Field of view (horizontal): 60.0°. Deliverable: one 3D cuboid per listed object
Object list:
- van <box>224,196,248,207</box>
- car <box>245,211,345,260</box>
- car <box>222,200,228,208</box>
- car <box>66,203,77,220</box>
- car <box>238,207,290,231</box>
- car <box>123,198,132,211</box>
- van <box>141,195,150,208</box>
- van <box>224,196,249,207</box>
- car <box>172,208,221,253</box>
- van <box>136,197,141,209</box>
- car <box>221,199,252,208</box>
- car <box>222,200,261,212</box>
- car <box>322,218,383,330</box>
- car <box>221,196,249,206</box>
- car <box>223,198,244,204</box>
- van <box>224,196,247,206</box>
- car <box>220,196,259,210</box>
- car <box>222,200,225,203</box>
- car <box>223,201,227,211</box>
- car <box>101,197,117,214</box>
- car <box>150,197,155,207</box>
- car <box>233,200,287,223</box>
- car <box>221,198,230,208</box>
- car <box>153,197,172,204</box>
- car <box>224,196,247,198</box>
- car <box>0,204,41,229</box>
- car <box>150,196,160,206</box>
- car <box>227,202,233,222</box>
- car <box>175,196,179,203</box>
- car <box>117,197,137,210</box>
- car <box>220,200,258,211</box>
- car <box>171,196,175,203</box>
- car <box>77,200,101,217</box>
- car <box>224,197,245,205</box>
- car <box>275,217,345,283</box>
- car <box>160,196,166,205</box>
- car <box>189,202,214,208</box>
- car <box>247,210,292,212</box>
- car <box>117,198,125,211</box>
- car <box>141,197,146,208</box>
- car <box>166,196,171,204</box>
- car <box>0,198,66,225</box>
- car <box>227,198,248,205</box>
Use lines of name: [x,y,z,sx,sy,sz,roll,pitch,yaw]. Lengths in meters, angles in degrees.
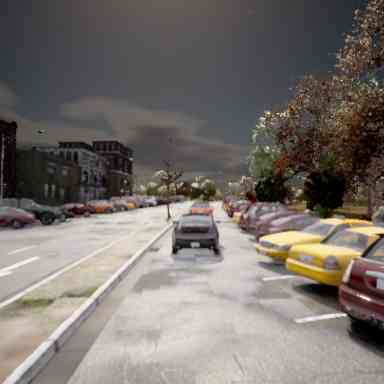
van: [8.846,1.922,67.640,4.442,1.987,1.878,1,0,-14]
car: [4.774,1.593,11.394,5.366,1.575,1.946,1,0,-19]
car: [5.795,1.831,32.153,4.792,1.488,2.163,1,0,-16]
car: [-12.703,1.776,28.297,5.008,1.535,2.097,-1,-1,-17]
car: [5.105,1.697,17.378,4.674,1.452,2.002,1,-1,-18]
car: [-11.380,1.964,46.371,5.008,1.535,2.097,-1,-1,-15]
van: [-10.129,1.858,58.404,4.442,1.987,1.878,-1,-1,-14]
van: [8.557,1.893,64.676,4.442,1.987,1.878,1,0,-14]
car: [0.186,1.654,14.362,1.837,1.490,4.892,0,0,2]
van: [-10.708,1.798,52.407,4.442,1.987,1.878,-1,-1,-15]
car: [8.197,2.086,61.697,5.366,1.575,1.946,1,0,-14]
car: [6.960,1.947,46.945,4.892,1.521,2.231,1,-1,-15]
car: [4.822,1.415,5.528,4.553,1.767,2.185,1,-1,-19]
car: [9.564,1.957,73.607,5.566,2.045,2.435,1,-1,-14]
car: [10.716,2.358,85.844,4.792,1.488,2.163,1,0,-14]
van: [9.133,1.952,70.604,4.442,1.987,1.878,1,0,-14]
car: [7.543,1.753,52.873,5.566,2.045,2.435,1,-1,-14]
car: [6.051,1.861,35.136,4.792,1.488,2.163,1,-1,-16]
car: [5.639,1.772,29.212,5.008,1.535,2.097,1,-1,-16]
car: [-11.854,1.776,40.353,4.553,1.767,2.185,-1,0,-16]
car: [-9.946,2.116,61.362,5.008,1.535,2.097,-1,-1,-14]
car: [5.188,1.560,20.331,4.553,1.767,2.185,1,-1,-17]
car: [6.455,1.888,41.033,5.008,1.535,2.097,1,-1,-15]
car: [-7.546,2.229,85.293,4.553,1.767,2.185,-1,0,-14]
car: [6.679,1.791,43.982,4.553,1.767,2.185,1,-1,-15]
car: [-12.994,1.753,22.256,4.674,1.452,2.002,-1,0,-18]
car: [-9.678,1.895,64.343,5.566,2.045,2.435,-1,0,-14]
car: [5.519,1.715,23.354,5.366,1.575,1.946,1,-1,-17]
car: [-6.969,2.415,91.282,5.008,1.535,2.097,-1,-1,-14]
car: [-11.276,1.994,49.318,5.366,1.575,1.946,-1,0,-15]
car: [7.058,1.969,49.850,5.366,1.575,1.946,1,0,-15]
car: [-7.855,2.074,82.314,5.566,2.045,2.435,-1,-1,-14]
car: [-12.317,1.839,34.322,5.008,1.535,2.097,-1,0,-16]
car: [10.085,2.141,79.517,4.553,1.767,2.185,1,-1,-14]
car: [5.067,1.570,8.558,5.366,1.575,1.946,1,-1,-19]
car: [-9.089,1.954,70.323,5.566,2.045,2.435,-1,0,-14]
car: [0.808,1.645,29.187,2.097,1.767,4.553,0,-1,3]
car: [5.017,1.668,14.419,4.674,1.452,2.002,1,-1,-18]
car: [-11.618,1.934,43.362,4.892,1.521,2.231,-1,0,-15]
car: [-10.556,2.085,55.359,4.792,1.488,2.163,-1,0,-15]
car: [-8.448,2.014,76.330,5.566,2.045,2.435,-1,-1,-14]
car: [-12.835,1.493,25.295,5.566,2.045,2.435,-1,-1,-17]
car: [5.518,1.619,26.260,4.553,1.767,2.185,1,0,-17]
